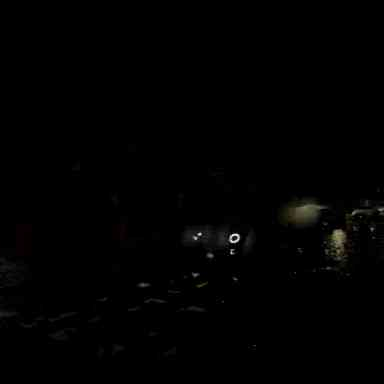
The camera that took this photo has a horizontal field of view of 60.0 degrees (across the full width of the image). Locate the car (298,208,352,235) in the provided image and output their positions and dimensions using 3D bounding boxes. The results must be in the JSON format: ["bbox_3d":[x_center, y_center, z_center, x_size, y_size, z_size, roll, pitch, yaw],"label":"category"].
[{"bbox_3d":[8.452,1.819,21.381,1.882,1.535,5.008,-4,-3,38],"label":"car"}]

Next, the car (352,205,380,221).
[{"bbox_3d":[16.494,1.964,31.504,1.812,1.442,4.674,-4,-3,39],"label":"car"}]

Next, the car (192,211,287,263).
[{"bbox_3d":[1.991,1.621,13.230,2.097,1.767,4.553,-4,-3,38],"label":"car"}]
